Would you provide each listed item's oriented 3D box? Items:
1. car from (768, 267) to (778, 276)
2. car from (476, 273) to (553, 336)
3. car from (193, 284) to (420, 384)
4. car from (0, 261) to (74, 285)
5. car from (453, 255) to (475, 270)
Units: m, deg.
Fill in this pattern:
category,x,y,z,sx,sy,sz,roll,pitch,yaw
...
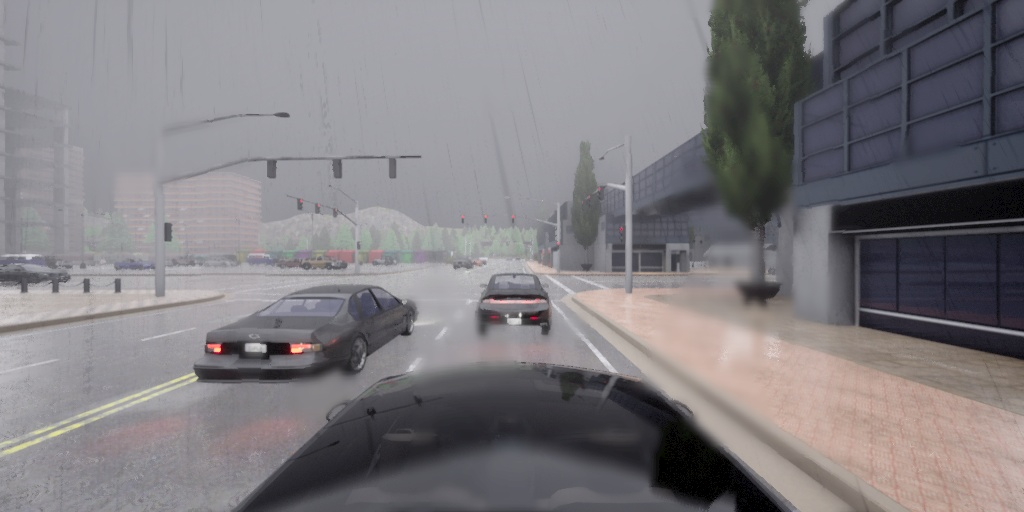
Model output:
category,x,y,z,sx,sy,sz,roll,pitch,yaw
car,26.494,1.294,33.545,4.181,1.385,1.994,0,0,0
car,0.068,1.236,10.382,2.128,1.511,4.902,0,0,0
car,-3.437,1.294,7.352,2.033,1.411,5.357,0,0,0
car,-34.596,1.261,25.602,4.674,1.442,1.812,0,0,0
car,-7.131,0.941,52.108,2.150,2.045,5.566,0,0,1
